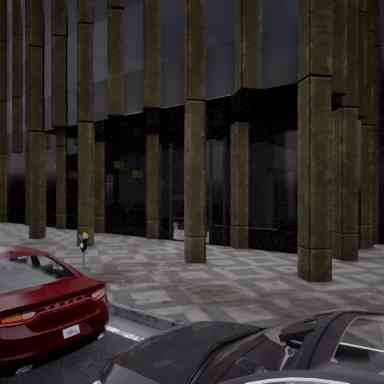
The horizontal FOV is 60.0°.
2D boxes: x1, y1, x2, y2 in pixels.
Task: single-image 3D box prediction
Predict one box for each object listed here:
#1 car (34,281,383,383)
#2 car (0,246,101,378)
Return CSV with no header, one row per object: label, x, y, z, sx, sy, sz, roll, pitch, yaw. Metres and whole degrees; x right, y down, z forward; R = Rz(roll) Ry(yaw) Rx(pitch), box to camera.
car,1.155,1.551,2.139,4.403,1.369,2.008,0,0,36
car,-3.264,1.545,5.309,4.507,1.381,1.887,0,0,36
